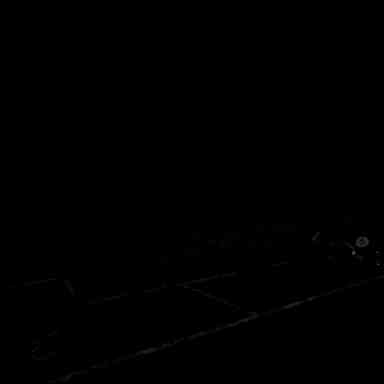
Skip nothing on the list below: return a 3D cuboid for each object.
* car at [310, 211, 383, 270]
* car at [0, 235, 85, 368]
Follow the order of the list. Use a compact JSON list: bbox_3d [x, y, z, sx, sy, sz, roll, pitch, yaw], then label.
[{"bbox_3d":[5.592,1.358,10.632,4.097,1.590,1.967,-1,0,-35],"label":"car"},{"bbox_3d":[-3.591,1.445,4.092,4.097,1.590,1.967,-1,0,-35],"label":"car"}]
